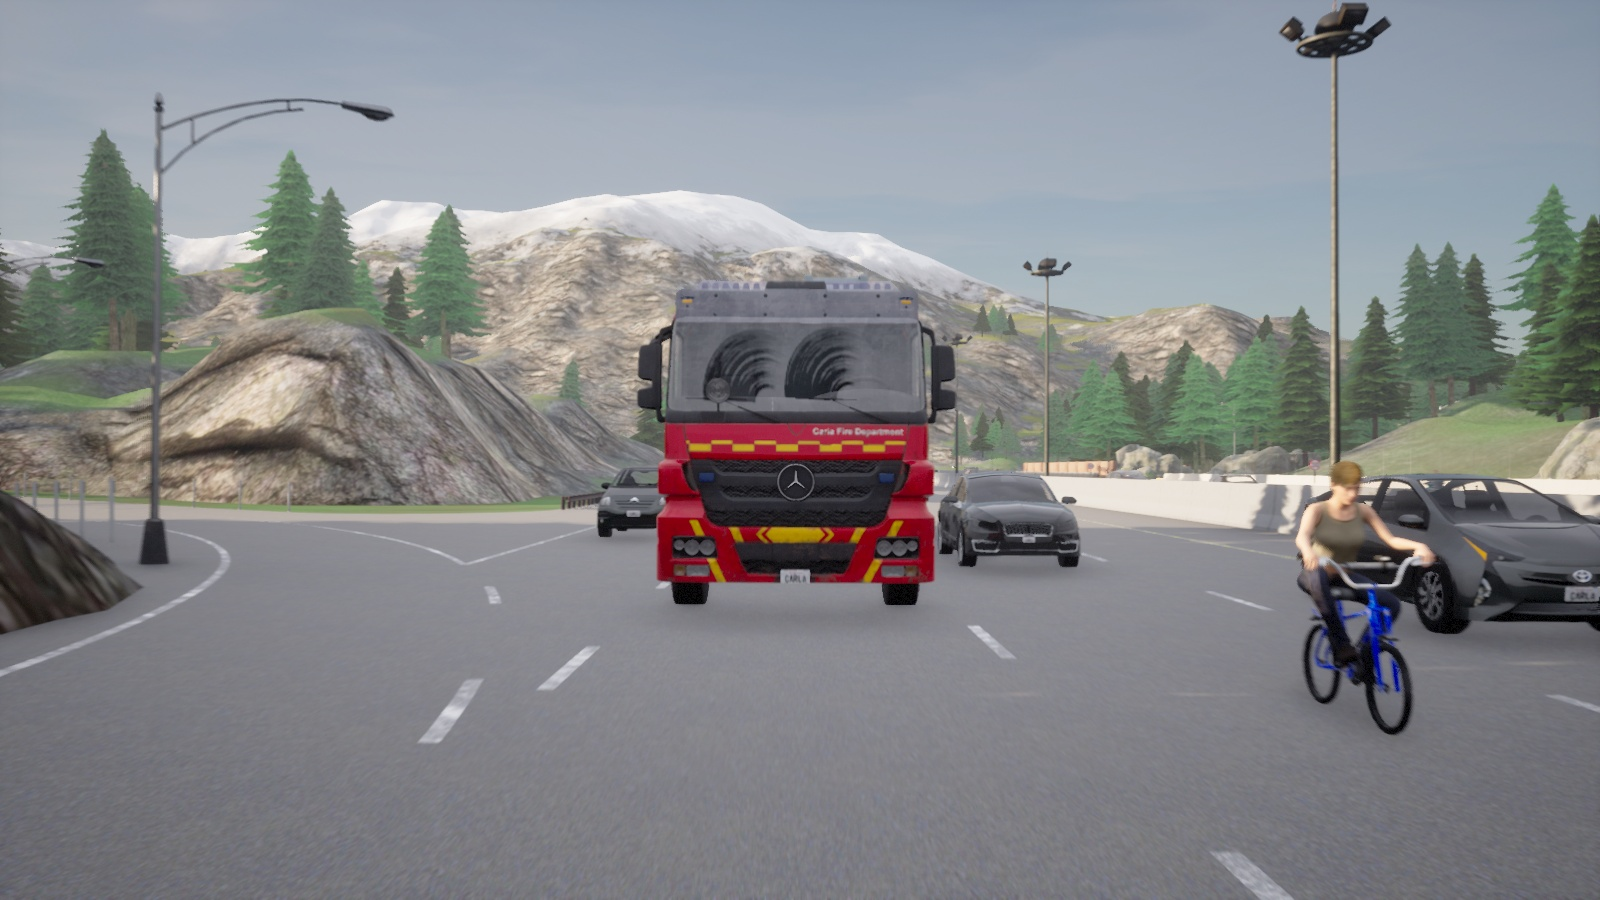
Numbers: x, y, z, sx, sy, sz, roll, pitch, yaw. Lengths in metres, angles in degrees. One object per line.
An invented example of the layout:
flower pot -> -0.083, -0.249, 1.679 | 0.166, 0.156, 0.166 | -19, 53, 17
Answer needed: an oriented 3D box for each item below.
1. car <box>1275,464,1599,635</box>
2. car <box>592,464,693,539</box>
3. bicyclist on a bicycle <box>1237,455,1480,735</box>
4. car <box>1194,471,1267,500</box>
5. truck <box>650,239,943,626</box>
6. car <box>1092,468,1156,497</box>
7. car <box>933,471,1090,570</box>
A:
car -> 6.967, 0.921, 13.471 | 2.007, 1.525, 4.514 | 0, -1, 0
car -> -3.570, 1.136, 29.144 | 1.851, 1.617, 3.988 | 0, -1, 0
bicyclist on a bicycle -> 3.485, 0.847, 8.003 | 0.866, 1.612, 1.509 | 0, -1, 0
car -> 20.855, 1.692, 61.029 | 1.895, 1.301, 4.718 | 0, -1, 0
truck -> -0.044, -0.117, 16.701 | 2.891, 3.827, 8.468 | 0, -1, 0
car -> 17.339, 1.697, 67.484 | 2.163, 1.488, 4.792 | 0, -1, 0
car -> 3.449, 1.105, 21.420 | 1.837, 1.490, 4.892 | 0, -1, 0
